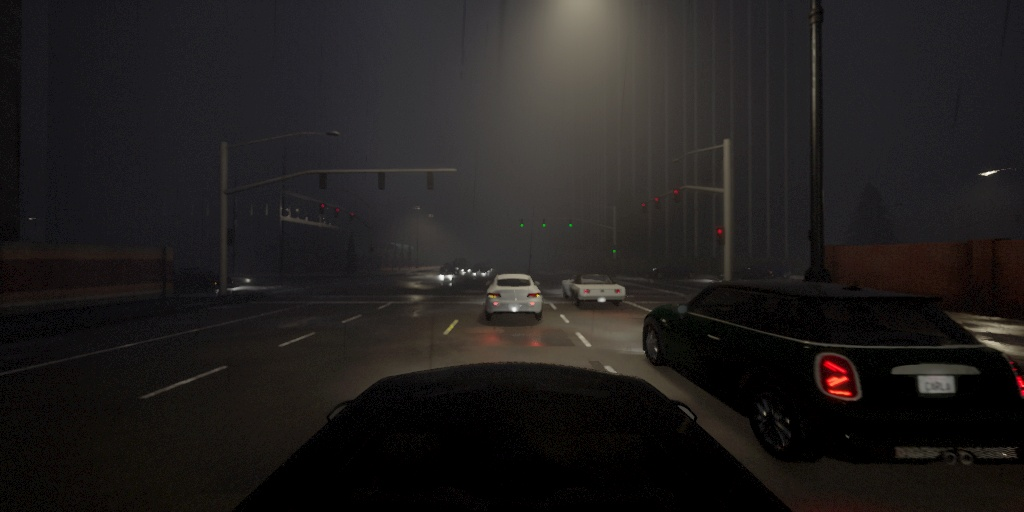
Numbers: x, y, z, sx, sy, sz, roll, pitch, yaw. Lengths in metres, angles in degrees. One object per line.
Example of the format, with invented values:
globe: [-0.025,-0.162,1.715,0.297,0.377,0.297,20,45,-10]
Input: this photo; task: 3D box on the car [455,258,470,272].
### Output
car: [-8.018,1.319,55.595,2.150,2.045,5.566,0,0,-1]

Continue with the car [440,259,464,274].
car: [-7.907,1.525,45.746,2.128,1.511,4.902,0,0,1]

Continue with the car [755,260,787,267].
car: [24.219,1.315,34.738,4.553,1.767,2.097,0,0,-1]

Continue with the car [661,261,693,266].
car: [15.327,1.314,34.653,4.553,1.767,2.097,0,0,0]

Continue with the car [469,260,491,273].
car: [-4.440,1.627,50.313,1.994,1.385,4.181,0,0,-1]

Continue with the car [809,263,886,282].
car: [29.166,1.418,31.281,5.008,1.535,1.882,0,0,-1]

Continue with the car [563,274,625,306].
car: [3.510,1.445,16.341,1.895,1.301,4.718,0,0,-1]

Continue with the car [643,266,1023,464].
car: [3.596,1.124,5.163,2.097,1.767,4.553,0,0,0]

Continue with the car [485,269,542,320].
car: [0.031,1.348,12.929,1.812,1.442,4.674,0,0,-1]

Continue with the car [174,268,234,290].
car: [-20.921,1.455,23.584,4.181,1.385,1.994,0,0,-1]

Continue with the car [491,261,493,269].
car: [-4.567,1.645,58.929,1.812,1.442,4.674,0,0,-1]

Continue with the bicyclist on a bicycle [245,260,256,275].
bicyclist on a bicycle: [-28.422,1.291,39.003,0.582,1.620,1.656,0,0,-1]

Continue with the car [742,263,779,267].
car: [20.179,1.504,31.199,4.181,1.385,1.994,0,0,-1]
